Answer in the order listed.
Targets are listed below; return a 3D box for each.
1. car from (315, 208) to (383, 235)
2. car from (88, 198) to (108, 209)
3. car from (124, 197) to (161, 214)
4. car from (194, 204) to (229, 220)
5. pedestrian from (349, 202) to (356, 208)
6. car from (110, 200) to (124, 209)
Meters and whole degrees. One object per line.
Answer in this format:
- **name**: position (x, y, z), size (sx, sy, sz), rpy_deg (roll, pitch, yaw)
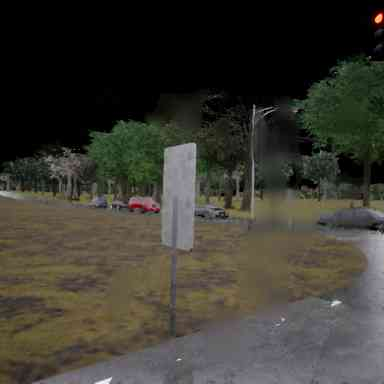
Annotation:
- **car**: position (9.982, 1.639, 19.457), size (2.033, 1.411, 5.357), rpy_deg (3, -2, -36)
- **car**: position (-15.931, 2.136, 55.617), size (1.994, 1.385, 4.181), rpy_deg (3, -2, -36)
- **car**: position (-6.040, 1.654, 41.734), size (2.150, 2.045, 5.566), rpy_deg (3, -2, -35)
- **car**: position (1.542, 1.863, 31.177), size (1.994, 1.385, 4.181), rpy_deg (3, -2, -36)
- **pedestrian**: position (13.340, 1.718, 27.808), size (0.375, 1.860, 0.375), rpy_deg (2, -1, -36)
- **car**: position (-12.295, 2.189, 56.733), size (1.837, 1.490, 4.892), rpy_deg (3, -2, -36)
